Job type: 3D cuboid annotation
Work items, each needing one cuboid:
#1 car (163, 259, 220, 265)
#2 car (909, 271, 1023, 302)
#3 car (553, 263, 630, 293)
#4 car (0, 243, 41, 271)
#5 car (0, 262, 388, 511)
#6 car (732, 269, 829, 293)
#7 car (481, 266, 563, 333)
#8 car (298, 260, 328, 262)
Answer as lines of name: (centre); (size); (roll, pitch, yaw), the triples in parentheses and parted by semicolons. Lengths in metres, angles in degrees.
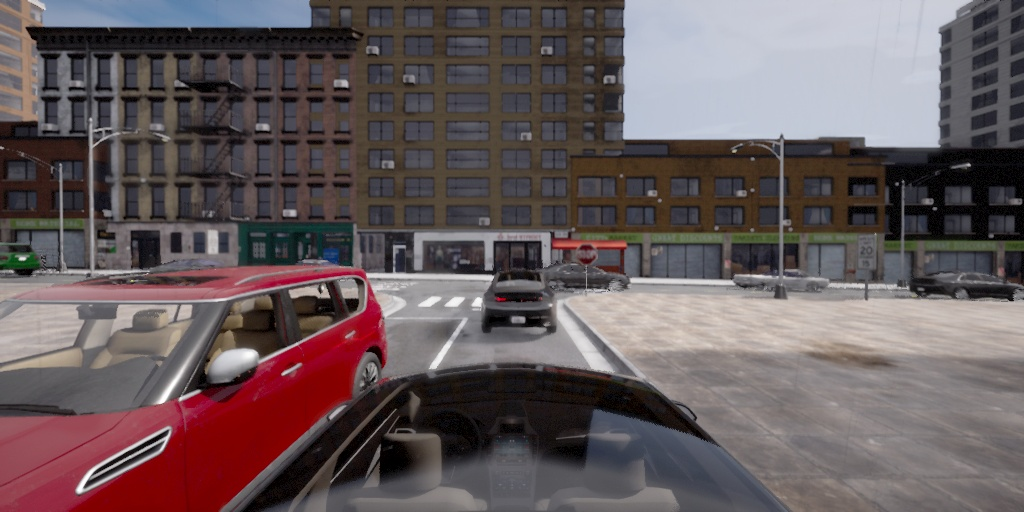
car: (-16.263, 0.835, 18.708); (4.181, 1.385, 1.994); (1, 1, 0)
car: (23.957, 1.593, 18.881); (4.892, 1.490, 1.837); (2, 1, 0)
car: (3.683, 1.112, 18.794); (4.892, 1.490, 1.837); (1, 0, 0)
car: (-32.162, 0.231, 21.588); (5.566, 2.045, 2.150); (1, 1, 0)
car: (-2.637, 1.049, 2.902); (2.192, 1.841, 5.009); (0, 0, 0)
car: (16.179, 1.459, 21.794); (4.718, 1.301, 1.895); (1, 1, 0)
car: (0.230, 1.138, 10.301); (1.837, 1.490, 4.892); (0, 1, 2)
car: (-12.395, 0.907, 21.670); (4.718, 1.301, 1.895); (1, 1, 0)
